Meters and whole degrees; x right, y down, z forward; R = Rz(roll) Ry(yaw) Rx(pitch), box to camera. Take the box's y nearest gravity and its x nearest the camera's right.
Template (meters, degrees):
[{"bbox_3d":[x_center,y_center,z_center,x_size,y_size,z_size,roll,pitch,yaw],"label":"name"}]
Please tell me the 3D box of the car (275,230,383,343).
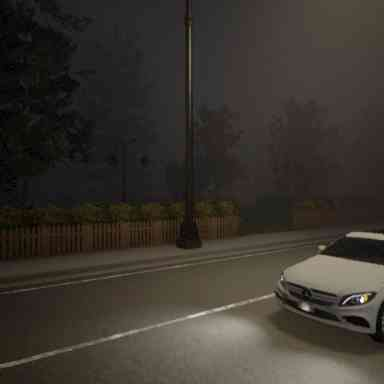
[{"bbox_3d":[3.679,1.526,6.545,4.674,1.442,1.812,0,0,-35],"label":"car"}]
